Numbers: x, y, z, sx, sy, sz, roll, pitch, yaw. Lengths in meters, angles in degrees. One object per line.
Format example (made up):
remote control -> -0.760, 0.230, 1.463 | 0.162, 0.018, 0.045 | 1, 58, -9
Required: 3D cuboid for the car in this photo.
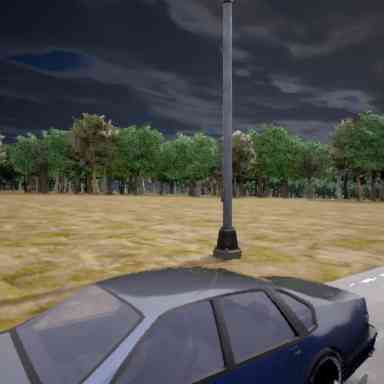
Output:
car -> -0.274, 1.548, 3.218 | 5.357, 1.411, 2.033 | 0, 0, -36
